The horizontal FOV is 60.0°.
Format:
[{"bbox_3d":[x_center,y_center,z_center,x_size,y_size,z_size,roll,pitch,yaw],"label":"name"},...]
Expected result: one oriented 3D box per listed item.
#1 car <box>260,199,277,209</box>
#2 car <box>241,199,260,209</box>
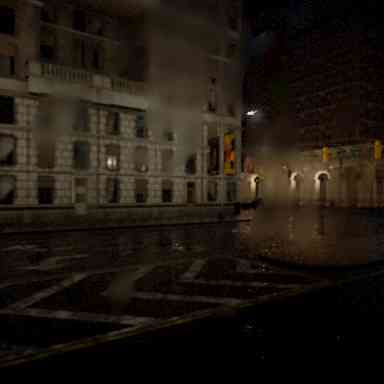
[{"bbox_3d":[10.815,1.795,50.458,1.994,1.385,4.181,0,0,-34],"label":"car"},{"bbox_3d":[7.308,1.807,49.382,1.895,1.301,4.718,0,0,-34],"label":"car"}]
